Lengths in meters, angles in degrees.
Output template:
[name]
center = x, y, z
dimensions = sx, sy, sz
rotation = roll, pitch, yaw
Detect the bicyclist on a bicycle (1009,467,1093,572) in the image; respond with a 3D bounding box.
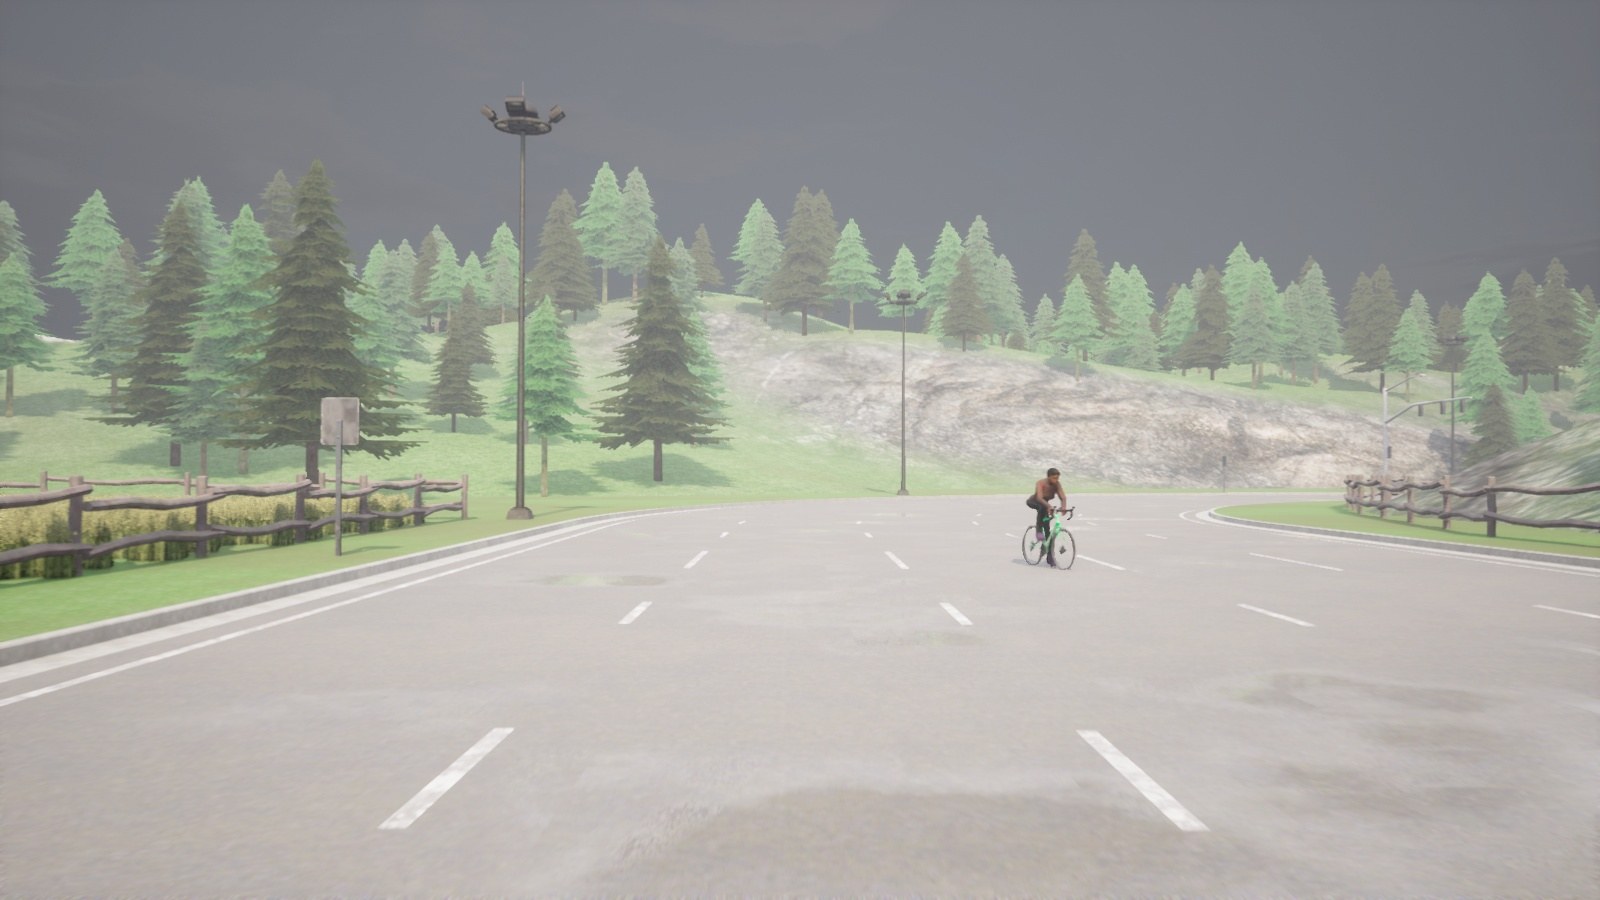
[bicyclist on a bicycle]
center = 4.039, 1.086, 20.341
dimensions = 0.582, 1.620, 1.656
rotation = 0, -1, -19
